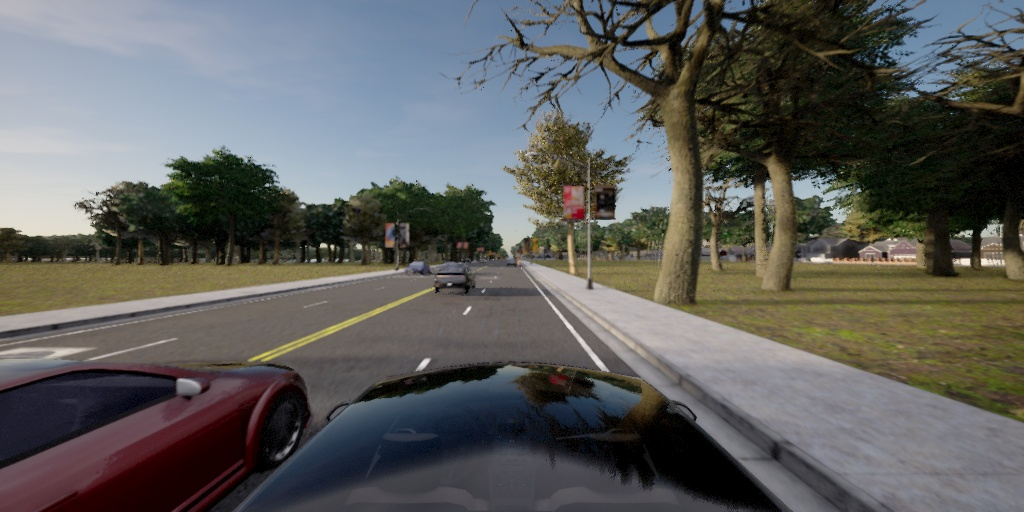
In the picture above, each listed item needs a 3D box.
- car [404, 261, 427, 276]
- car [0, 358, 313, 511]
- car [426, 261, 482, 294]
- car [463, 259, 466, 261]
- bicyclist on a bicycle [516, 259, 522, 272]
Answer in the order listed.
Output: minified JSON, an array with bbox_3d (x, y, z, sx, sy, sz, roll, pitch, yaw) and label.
[{"bbox_3d":[-9.841,1.280,37.702,1.812,1.442,4.674,0,0,0],"label":"car"},{"bbox_3d":[-3.150,1.314,2.173,1.994,1.385,4.181,0,0,0],"label":"car"},{"bbox_3d":[-3.151,1.244,20.533,2.128,1.511,4.902,0,0,0],"label":"car"},{"bbox_3d":[-6.595,1.303,38.482,2.033,1.411,5.357,0,0,0],"label":"car"},{"bbox_3d":[0.902,1.194,44.342,0.866,1.612,1.509,0,1,0],"label":"bicyclist on a bicycle"}]
